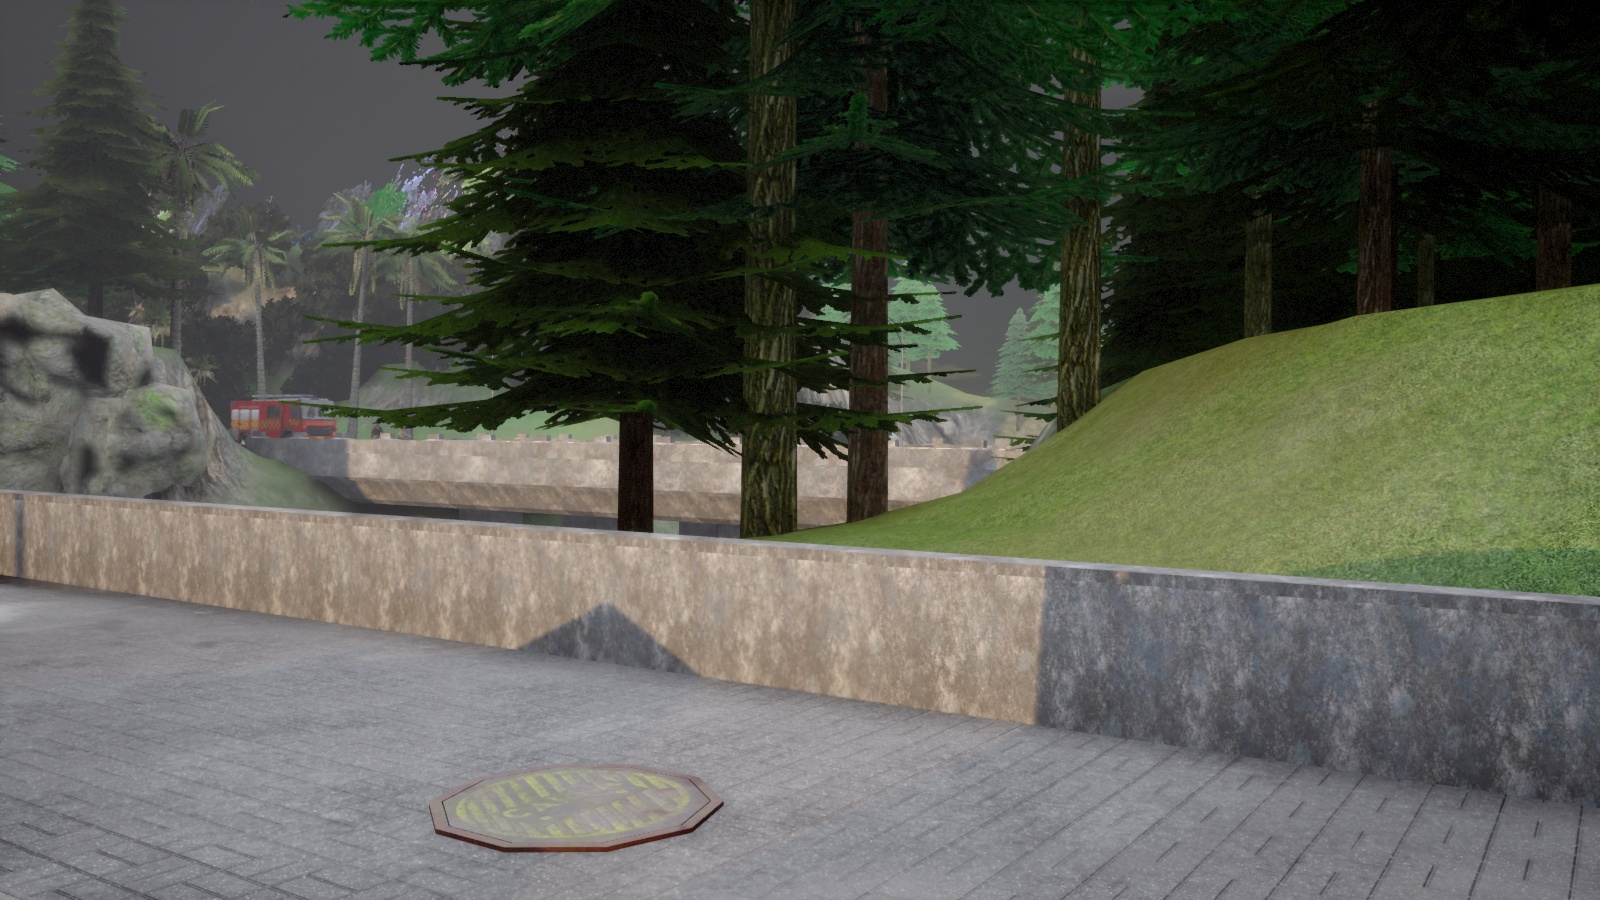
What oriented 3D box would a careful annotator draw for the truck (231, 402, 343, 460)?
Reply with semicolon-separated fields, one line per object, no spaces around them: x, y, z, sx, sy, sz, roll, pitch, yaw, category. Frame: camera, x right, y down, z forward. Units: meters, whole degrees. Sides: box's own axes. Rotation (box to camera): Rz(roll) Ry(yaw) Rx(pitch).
-35.748;-1.303;87.348;8.468;3.827;2.891;0;1;33;truck
